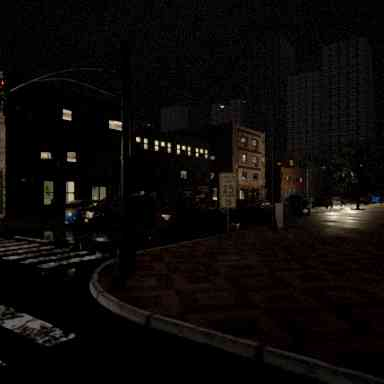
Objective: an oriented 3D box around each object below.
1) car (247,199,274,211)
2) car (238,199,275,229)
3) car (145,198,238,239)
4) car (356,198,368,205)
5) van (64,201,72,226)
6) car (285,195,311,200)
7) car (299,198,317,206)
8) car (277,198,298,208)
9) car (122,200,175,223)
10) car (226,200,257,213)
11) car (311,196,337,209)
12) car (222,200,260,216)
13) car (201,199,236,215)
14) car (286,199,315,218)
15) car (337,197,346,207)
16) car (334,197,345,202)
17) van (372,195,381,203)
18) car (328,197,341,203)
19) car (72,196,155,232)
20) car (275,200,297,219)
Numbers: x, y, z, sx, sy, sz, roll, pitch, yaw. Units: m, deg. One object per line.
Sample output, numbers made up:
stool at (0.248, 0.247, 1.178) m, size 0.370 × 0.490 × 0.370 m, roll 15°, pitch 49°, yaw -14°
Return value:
car at (9.300, 1.721, 45.141) m, size 2.008 × 1.369 × 4.403 m, roll -1°, pitch -1°, yaw 35°
car at (3.370, 1.367, 22.269) m, size 2.192 × 1.841 × 5.009 m, roll -1°, pitch -1°, yaw 35°
car at (0.178, 1.349, 17.761) m, size 2.192 × 1.841 × 5.009 m, roll -1°, pitch -1°, yaw 35°
car at (32.103, 1.800, 62.841) m, size 2.008 × 1.369 × 4.403 m, roll -1°, pitch -1°, yaw 35°
van at (-6.663, 1.413, 22.601) m, size 1.690 × 1.788 × 3.998 m, roll -1°, pitch 0°, yaw 35°
car at (15.294, 1.392, 48.951) m, size 2.150 × 2.045 × 5.566 m, roll 0°, pitch -1°, yaw 35°
car at (22.070, 1.814, 63.174) m, size 2.008 × 1.369 × 4.403 m, roll -1°, pitch -1°, yaw 35°
car at (15.586, 1.741, 54.018) m, size 1.752 × 1.417 × 4.829 m, roll -1°, pitch -1°, yaw 35°
car at (-3.470, 1.530, 27.109) m, size 1.967 × 1.590 × 4.097 m, roll -1°, pitch -1°, yaw 35°
car at (6.107, 1.700, 40.632) m, size 2.008 × 1.369 × 4.403 m, roll -1°, pitch -1°, yaw 35°
car at (19.522, 1.535, 49.550) m, size 2.097 × 1.767 × 4.553 m, roll 0°, pitch 0°, yaw 35°
car at (5.232, 1.595, 34.904) m, size 1.882 × 1.535 × 5.008 m, roll 0°, pitch -1°, yaw 36°
car at (2.915, 1.568, 36.126) m, size 1.967 × 1.590 × 4.097 m, roll -1°, pitch -1°, yaw 35°
car at (9.756, 1.656, 31.284) m, size 1.947 × 1.339 × 4.313 m, roll -1°, pitch -1°, yaw 35°
car at (25.392, 1.828, 57.840) m, size 1.895 × 1.301 × 4.718 m, roll 0°, pitch 0°, yaw 36°
car at (38.031, 1.934, 85.715) m, size 1.887 × 1.381 × 4.507 m, roll -1°, pitch -1°, yaw 35°
van at (44.871, 1.693, 80.877) m, size 1.690 × 1.788 × 3.998 m, roll -1°, pitch -1°, yaw 35°
car at (34.839, 1.914, 81.207) m, size 2.008 × 1.369 × 4.403 m, roll -1°, pitch -1°, yaw 35°
car at (-4.443, 1.282, 21.265) m, size 2.150 × 2.045 × 5.566 m, roll 0°, pitch 0°, yaw 35°
car at (6.564, 1.615, 26.776) m, size 1.887 × 1.381 × 4.507 m, roll -1°, pitch -1°, yaw 35°
